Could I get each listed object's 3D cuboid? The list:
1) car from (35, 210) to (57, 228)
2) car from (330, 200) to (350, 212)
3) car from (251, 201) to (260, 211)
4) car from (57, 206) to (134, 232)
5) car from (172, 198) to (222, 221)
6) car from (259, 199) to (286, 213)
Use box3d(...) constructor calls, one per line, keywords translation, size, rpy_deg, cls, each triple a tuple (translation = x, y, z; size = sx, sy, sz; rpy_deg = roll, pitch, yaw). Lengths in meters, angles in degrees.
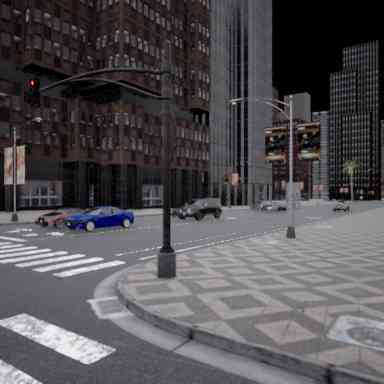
box3d(translation=(-8.959, 1.802, 23.938), size=(1.994, 1.385, 4.181), rpy_deg=(0, -1, 36), cls="car")
box3d(translation=(24.186, 2.434, 53.681), size=(2.033, 1.411, 5.357), rpy_deg=(0, -1, 34), cls="car")
box3d(translation=(11.001, 2.125, 52.085), size=(2.097, 1.767, 4.553), rpy_deg=(0, -1, 35), cls="car")
box3d(translation=(-6.095, 1.724, 22.364), size=(1.882, 1.535, 5.008), rpy_deg=(0, -1, 35), cls="car")
box3d(translation=(0.865, 1.635, 32.242), size=(2.150, 2.045, 5.566), rpy_deg=(0, 0, 35), cls="car")
box3d(translation=(12.096, 2.199, 48.038), size=(2.128, 1.511, 4.902), rpy_deg=(0, -1, 36), cls="car")
